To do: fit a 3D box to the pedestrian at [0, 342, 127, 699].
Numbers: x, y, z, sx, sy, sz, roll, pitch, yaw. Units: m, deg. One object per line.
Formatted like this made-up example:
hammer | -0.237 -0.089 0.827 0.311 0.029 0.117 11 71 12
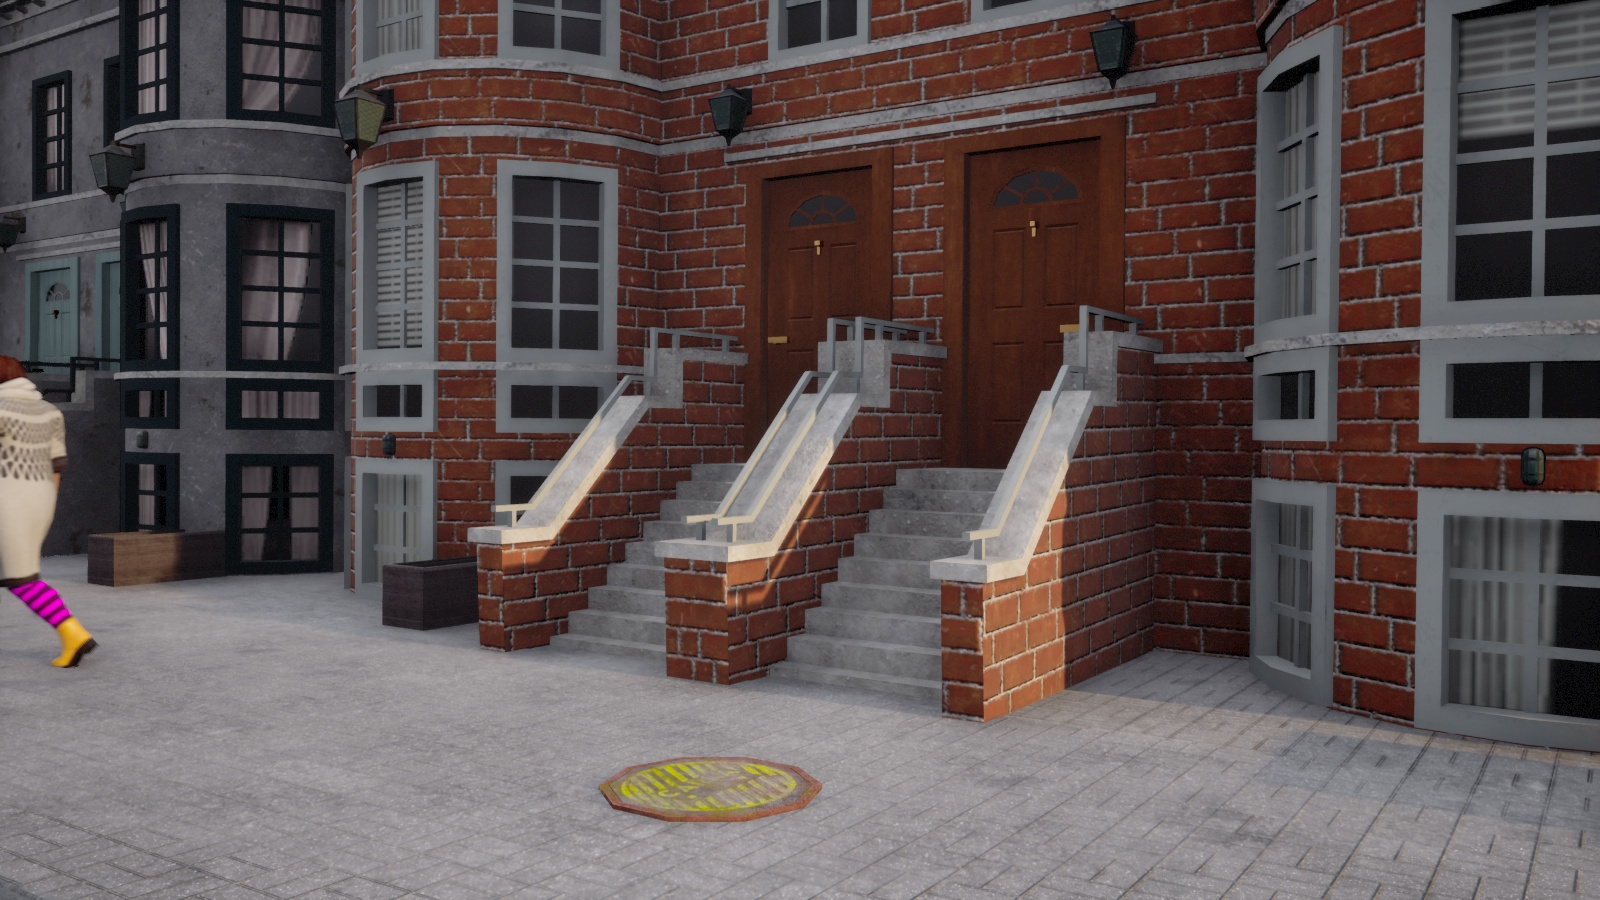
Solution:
pedestrian | -4.503 0.383 7.221 0.873 1.952 0.659 0 1 4
